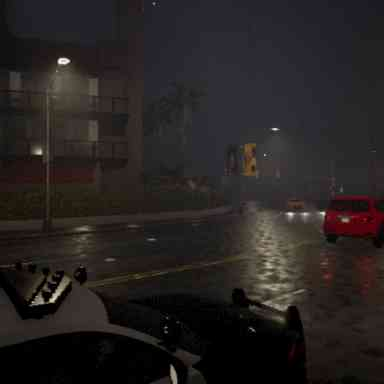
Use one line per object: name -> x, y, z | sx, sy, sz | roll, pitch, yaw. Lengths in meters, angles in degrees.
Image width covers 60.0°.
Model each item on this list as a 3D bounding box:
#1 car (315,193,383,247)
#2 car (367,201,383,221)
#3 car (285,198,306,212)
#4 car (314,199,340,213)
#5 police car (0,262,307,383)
car -> 7.913, 1.210, 15.238 | 2.150, 2.045, 5.566 | 0, 0, 42
car -> 16.270, 1.536, 28.283 | 2.033, 1.411, 5.357 | 0, 0, 22
car -> 12.023, 1.457, 38.780 | 1.882, 1.535, 5.008 | 0, 0, 10
car -> 15.528, 1.546, 38.451 | 1.994, 1.385, 4.181 | 0, 0, 10
police car -> -1.094, 1.423, 2.528 | 5.238, 1.638, 1.930 | 0, 0, -36
